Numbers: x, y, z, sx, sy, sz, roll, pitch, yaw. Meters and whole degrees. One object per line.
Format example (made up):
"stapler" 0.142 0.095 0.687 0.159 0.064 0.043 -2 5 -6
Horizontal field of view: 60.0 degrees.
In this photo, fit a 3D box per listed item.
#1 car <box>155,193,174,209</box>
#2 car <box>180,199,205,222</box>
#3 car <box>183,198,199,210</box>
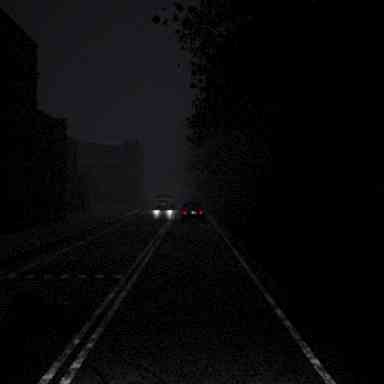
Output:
"car" -3.519 1.127 42.872 2.150 2.045 5.566 0 0 -1
"car" 0.044 1.509 26.151 2.033 1.411 5.357 0 0 -1
"car" -0.175 1.510 42.916 1.895 1.301 4.718 0 0 -1
